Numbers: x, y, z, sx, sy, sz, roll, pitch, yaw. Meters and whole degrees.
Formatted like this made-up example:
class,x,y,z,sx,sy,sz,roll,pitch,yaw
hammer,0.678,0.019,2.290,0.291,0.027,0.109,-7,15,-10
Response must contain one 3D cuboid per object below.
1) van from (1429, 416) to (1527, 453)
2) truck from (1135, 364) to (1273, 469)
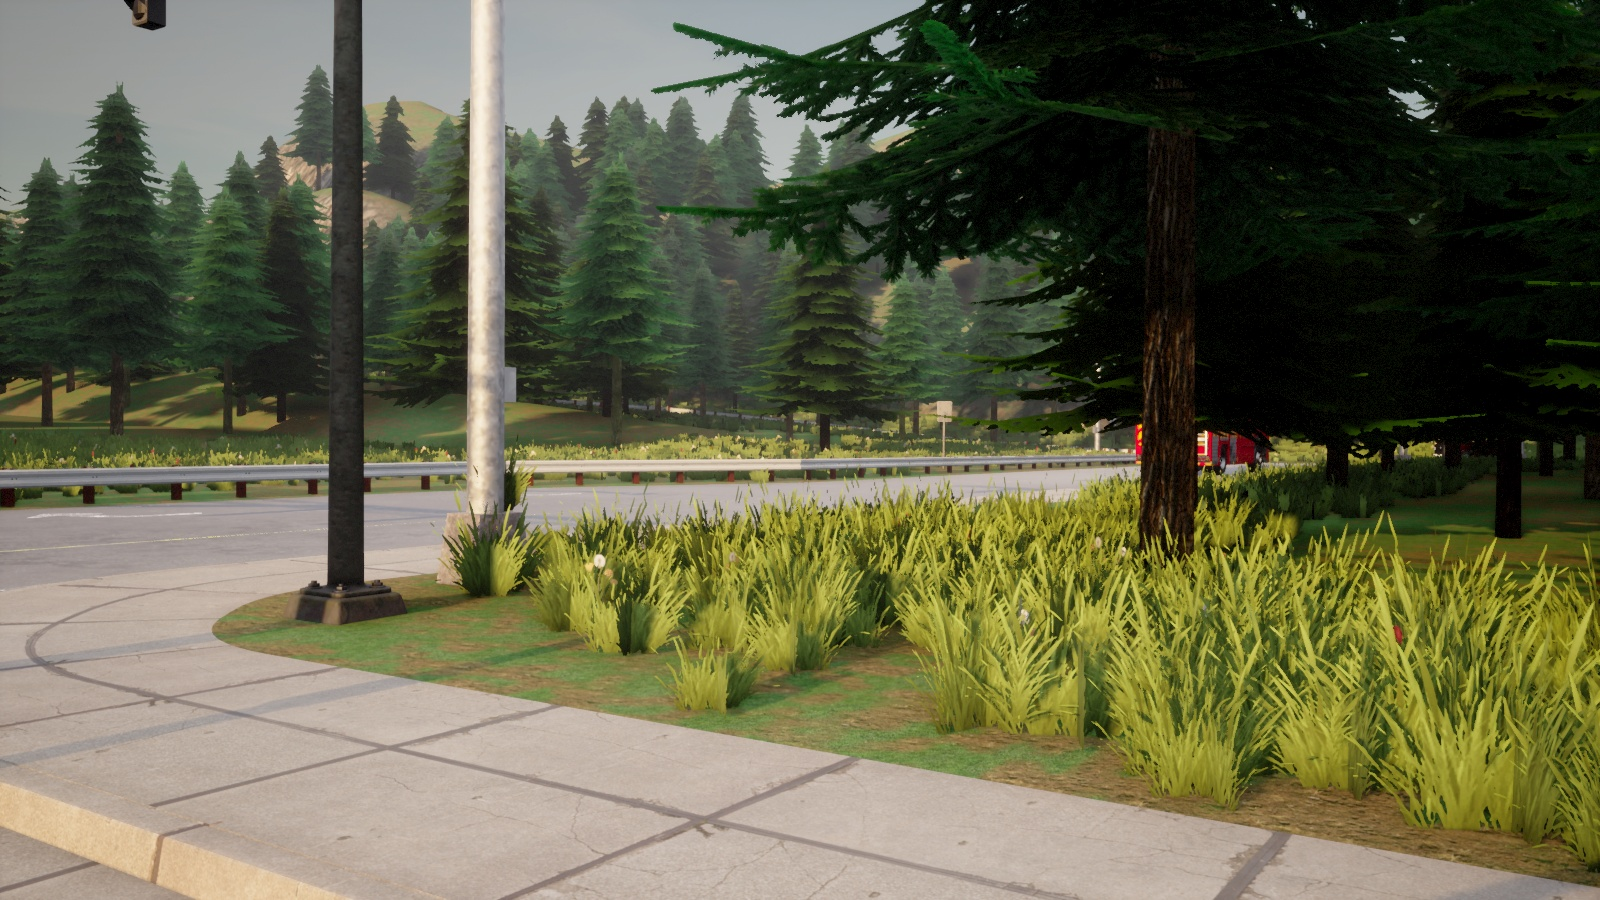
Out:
class,x,y,z,sx,sy,sz,roll,pitch,yaw
van,38.487,-0.895,71.348,4.480,2.038,2.069,-1,1,-5
truck,16.175,-1.287,49.850,2.891,3.827,8.468,0,1,35
